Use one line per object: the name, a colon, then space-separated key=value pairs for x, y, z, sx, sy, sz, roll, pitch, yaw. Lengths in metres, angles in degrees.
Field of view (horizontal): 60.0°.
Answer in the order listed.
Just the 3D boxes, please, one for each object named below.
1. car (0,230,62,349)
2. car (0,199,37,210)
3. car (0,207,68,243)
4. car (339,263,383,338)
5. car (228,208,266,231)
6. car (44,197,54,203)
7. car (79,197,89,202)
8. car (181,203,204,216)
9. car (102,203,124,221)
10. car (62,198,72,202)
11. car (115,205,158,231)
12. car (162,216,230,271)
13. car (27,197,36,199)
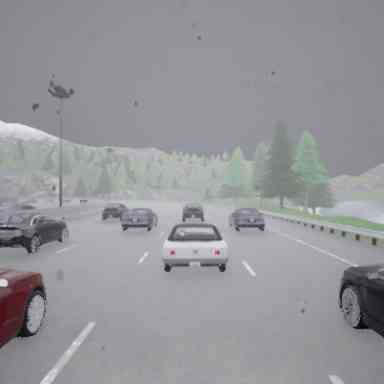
car: x=-3.435 y=1.515 z=3.732 sx=1.882 sy=1.535 sz=5.008 roll=0 pitch=0 yaw=0
car: x=-17.709 y=1.817 z=33.677 sx=2.128 sy=1.511 sz=4.902 roll=0 pitch=-1 yaw=-1
car: x=-6.903 y=1.630 z=14.145 sx=2.128 sy=1.511 sz=4.902 roll=0 pitch=0 yaw=0
car: x=3.567 y=1.534 z=4.141 sx=2.128 sy=1.511 sz=4.902 roll=0 pitch=0 yaw=0
car: x=3.587 y=1.764 z=22.359 sx=2.033 sy=1.411 sz=5.357 roll=0 pitch=-1 yaw=0
car: x=-30.604 y=1.867 z=71.448 sx=1.812 sy=1.442 sz=4.674 roll=0 pitch=-1 yaw=-16
car: x=-24.052 y=1.806 z=73.968 sx=1.882 sy=1.535 sz=5.008 roll=0 pitch=-1 yaw=-18
car: x=0.075 y=1.803 z=30.645 sx=1.837 sy=1.490 sz=4.892 roll=0 pitch=0 yaw=-1
car: x=-6.925 y=1.803 z=30.671 sx=1.837 sy=1.490 sz=4.892 roll=0 pitch=0 yaw=-1
car: x=-27.387 y=1.842 z=72.907 sx=1.812 sy=1.442 sz=4.674 roll=0 pitch=-1 yaw=-18
car: x=-3.414 y=1.764 z=22.382 sx=2.033 sy=1.411 sz=5.357 roll=0 pitch=-1 yaw=0
car: x=0.094 y=1.711 z=11.337 sx=1.895 sy=1.301 sz=4.718 roll=0 pitch=-1 yaw=0
car: x=-33.939 y=1.833 z=70.387 sx=1.837 sy=1.490 sz=4.892 roll=0 pitch=-1 yaw=-16
